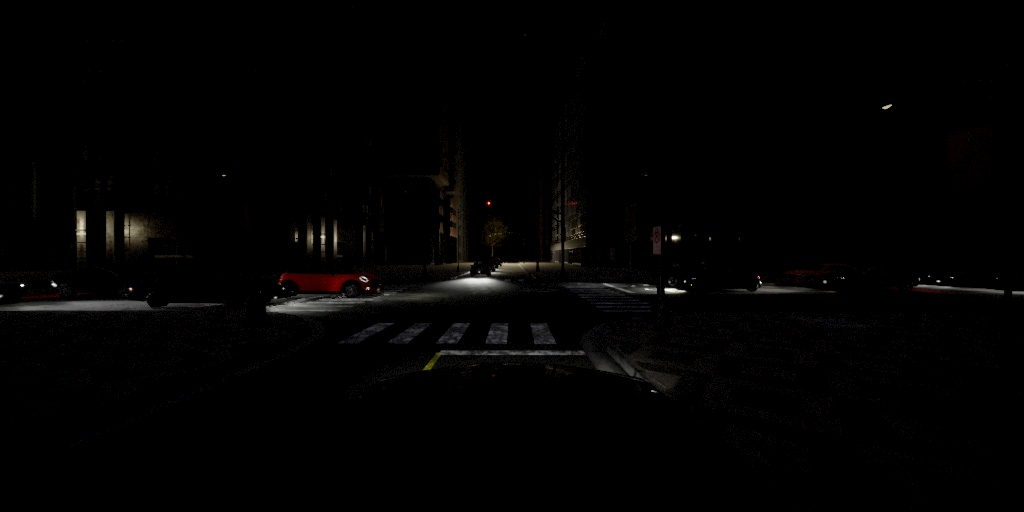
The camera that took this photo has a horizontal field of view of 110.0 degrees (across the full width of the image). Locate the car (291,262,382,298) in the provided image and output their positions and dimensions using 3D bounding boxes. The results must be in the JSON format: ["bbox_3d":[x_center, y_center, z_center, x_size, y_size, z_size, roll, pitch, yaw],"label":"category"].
[{"bbox_3d":[-8.875,1.096,17.764,4.553,1.767,2.097,0,0,0],"label":"car"}]

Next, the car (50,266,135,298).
[{"bbox_3d":[-19.720,1.228,17.809,4.902,1.511,2.128,0,0,0],"label":"car"}]

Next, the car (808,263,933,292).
[{"bbox_3d":[20.880,1.262,21.087,4.902,1.511,2.128,0,0,0],"label":"car"}]

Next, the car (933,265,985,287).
[{"bbox_3d":[31.566,1.326,24.287,5.357,1.411,2.033,0,0,0],"label":"car"}]

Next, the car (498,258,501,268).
[{"bbox_3d":[-3.115,1.311,56.046,1.994,1.385,4.181,0,0,0],"label":"car"}]

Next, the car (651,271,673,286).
[{"bbox_3d":[12.095,1.354,24.377,4.718,1.301,1.895,0,0,3],"label":"car"}]

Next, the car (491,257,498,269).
[{"bbox_3d":[-3.103,1.252,46.061,1.837,1.490,4.892,0,0,0],"label":"car"}]

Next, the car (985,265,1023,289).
[{"bbox_3d":[31.443,1.311,21.036,4.674,1.442,1.812,0,0,0],"label":"car"}]

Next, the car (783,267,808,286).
[{"bbox_3d":[21.230,1.242,24.335,5.008,1.535,1.882,0,0,0],"label":"car"}]

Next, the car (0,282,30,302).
[{"bbox_3d":[-23.018,1.342,14.573,4.718,1.301,1.895,0,0,0],"label":"car"}]

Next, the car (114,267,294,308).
[{"bbox_3d":[-12.235,1.295,14.527,5.357,1.411,2.033,0,0,0],"label":"car"}]

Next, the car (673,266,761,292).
[{"bbox_3d":[12.184,1.323,21.125,4.181,1.385,1.994,0,0,0],"label":"car"}]

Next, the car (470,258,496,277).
[{"bbox_3d":[-3.085,1.239,36.106,2.128,1.511,4.902,0,0,0],"label":"car"}]
